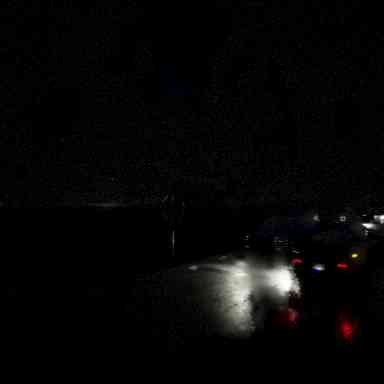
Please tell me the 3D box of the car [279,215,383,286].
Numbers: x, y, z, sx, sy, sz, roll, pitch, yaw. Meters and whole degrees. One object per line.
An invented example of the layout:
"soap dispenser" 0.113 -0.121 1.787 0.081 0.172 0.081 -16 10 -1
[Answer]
"car" 4.433 1.637 9.781 1.812 1.442 4.674 -1 -1 38

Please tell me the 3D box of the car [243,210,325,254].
"car" 3.887 1.679 14.062 1.882 1.535 5.008 -1 -1 35

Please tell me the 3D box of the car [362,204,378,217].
"car" 15.388 1.933 30.392 1.837 1.490 4.892 -1 -1 35

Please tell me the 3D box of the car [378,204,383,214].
"car" 22.809 2.153 40.809 1.994 1.385 4.181 -1 -2 36

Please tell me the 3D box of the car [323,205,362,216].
"car" 9.576 1.662 22.154 2.097 1.767 4.553 -1 -1 35
